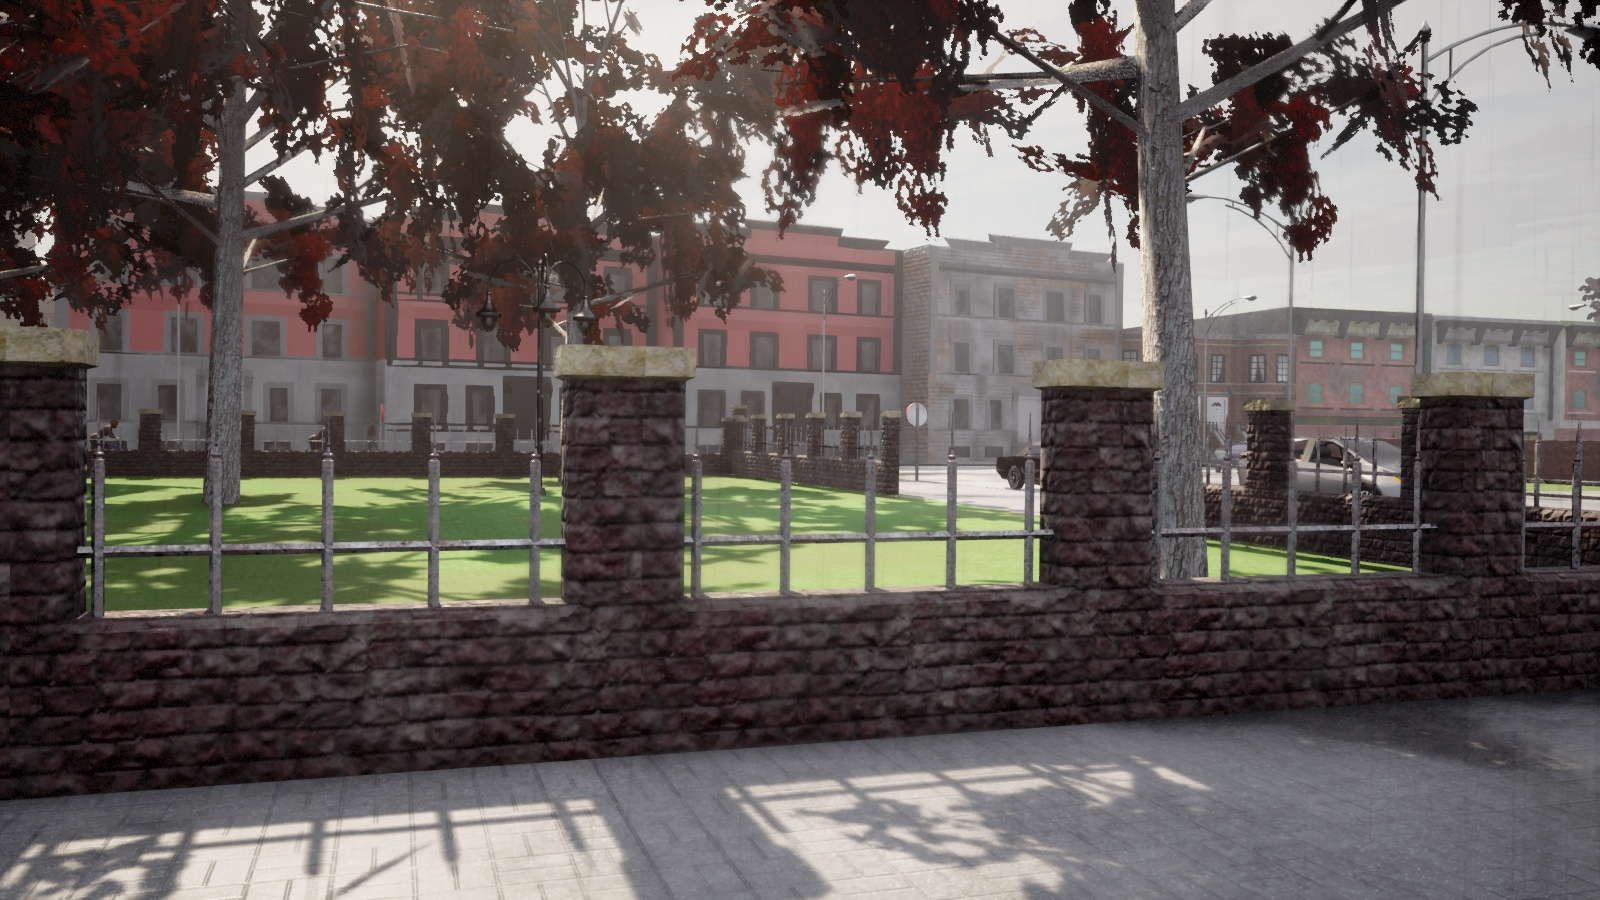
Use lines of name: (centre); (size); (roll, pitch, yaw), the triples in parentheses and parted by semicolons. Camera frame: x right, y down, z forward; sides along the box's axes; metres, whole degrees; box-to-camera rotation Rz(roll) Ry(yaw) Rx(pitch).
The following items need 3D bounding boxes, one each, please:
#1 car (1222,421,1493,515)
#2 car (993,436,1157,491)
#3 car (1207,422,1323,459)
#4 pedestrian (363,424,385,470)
car: (10.067, 0.260, 23.108); (2.007, 1.525, 4.514); (-1, 1, -20)
car: (6.994, 0.294, 32.525); (1.895, 1.301, 4.718); (-1, 1, -20)
car: (21.536, -0.450, 58.191); (4.856, 1.649, 2.033); (0, 1, -18)
pedestrian: (-16.992, -0.124, 50.123); (0.720, 1.854, 0.376); (0, 1, 8)
